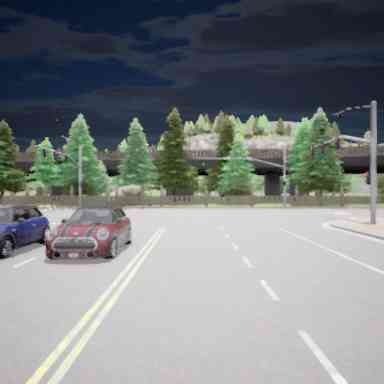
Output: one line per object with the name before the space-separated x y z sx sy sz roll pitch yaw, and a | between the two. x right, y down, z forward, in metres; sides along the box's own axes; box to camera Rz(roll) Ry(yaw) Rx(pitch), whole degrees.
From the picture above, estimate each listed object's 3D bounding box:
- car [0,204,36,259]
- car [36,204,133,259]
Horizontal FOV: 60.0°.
car | -7.065 1.310 12.301 2.097 1.767 4.553 0 0 0
car | -3.565 1.310 12.289 2.097 1.767 4.553 0 0 0
